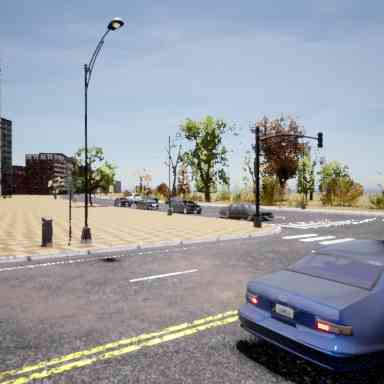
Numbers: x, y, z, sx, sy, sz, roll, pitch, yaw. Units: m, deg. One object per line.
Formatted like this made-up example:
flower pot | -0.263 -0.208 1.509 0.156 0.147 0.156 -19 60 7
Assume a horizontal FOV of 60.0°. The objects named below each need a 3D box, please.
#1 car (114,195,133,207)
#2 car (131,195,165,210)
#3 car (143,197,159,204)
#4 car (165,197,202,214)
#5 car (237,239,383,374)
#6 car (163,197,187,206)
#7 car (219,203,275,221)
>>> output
car | -11.346 1.627 54.163 1.837 1.490 4.892 0 0 -30
car | -6.110 1.594 45.241 2.128 1.511 4.902 0 0 -31
car | -8.586 1.667 69.327 1.994 1.385 4.181 0 0 -29
car | -0.731 1.585 36.408 1.837 1.490 4.892 0 0 -32
car | 3.245 1.547 5.613 5.357 1.411 2.033 0 0 -34
car | -3.138 1.634 59.730 2.033 1.411 5.357 0 0 -30
car | 4.445 1.604 27.998 2.033 1.411 5.357 0 0 -31
